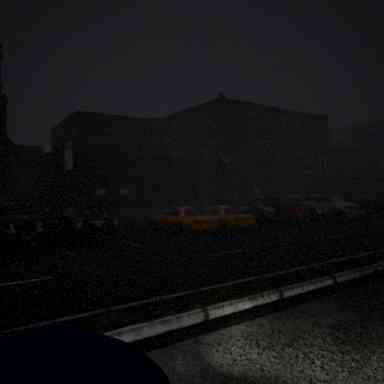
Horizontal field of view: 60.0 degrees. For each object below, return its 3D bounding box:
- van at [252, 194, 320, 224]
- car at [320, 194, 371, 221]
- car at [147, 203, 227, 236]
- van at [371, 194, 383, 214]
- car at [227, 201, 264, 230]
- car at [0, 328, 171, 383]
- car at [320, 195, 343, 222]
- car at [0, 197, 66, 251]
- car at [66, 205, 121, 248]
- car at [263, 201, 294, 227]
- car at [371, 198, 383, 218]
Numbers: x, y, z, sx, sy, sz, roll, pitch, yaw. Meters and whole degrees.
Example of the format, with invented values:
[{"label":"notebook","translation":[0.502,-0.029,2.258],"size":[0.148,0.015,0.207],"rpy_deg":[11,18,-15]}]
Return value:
[{"label":"van","translation":[6.218,1.231,23.266],"size":[1.878,1.987,4.442],"rpy_deg":[0,0,-36]},{"label":"car","translation":[10.652,1.183,26.549],"size":[2.435,2.045,5.566],"rpy_deg":[0,0,-36]},{"label":"car","translation":[-0.686,1.474,18.695],"size":[1.946,1.575,5.366],"rpy_deg":[0,0,-36]},{"label":"van","translation":[17.296,1.164,31.485],"size":[1.878,1.987,4.442],"rpy_deg":[0,0,-36]},{"label":"car","translation":[1.558,1.469,20.301],"size":[1.946,1.575,5.366],"rpy_deg":[0,0,-36]},{"label":"car","translation":[-2.365,1.478,1.445],"size":[5.008,1.535,1.882],"rpy_deg":[0,0,-35]},{"label":"car","translation":[8.374,1.321,24.992],"size":[2.185,1.767,4.553],"rpy_deg":[0,0,-36]},{"label":"car","translation":[-7.289,1.235,13.704],"size":[2.435,2.045,5.566],"rpy_deg":[0,0,-36]},{"label":"car","translation":[-5.045,1.358,15.307],"size":[2.185,1.767,4.553],"rpy_deg":[0,0,-36]},{"label":"car","translation":[3.909,1.505,21.753],"size":[2.002,1.452,4.674],"rpy_deg":[0,0,-36]},{"label":"car","translation":[12.895,1.451,28.154],"size":[2.163,1.488,4.792],"rpy_deg":[0,0,-36]}]
